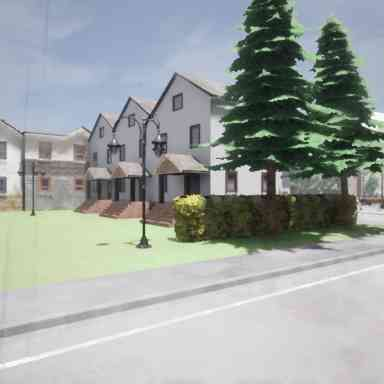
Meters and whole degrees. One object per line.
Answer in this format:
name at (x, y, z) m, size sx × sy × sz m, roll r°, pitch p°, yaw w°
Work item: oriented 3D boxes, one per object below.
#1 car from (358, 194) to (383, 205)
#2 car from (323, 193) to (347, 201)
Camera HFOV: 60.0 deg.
car at (27.228, 1.095, 49.253) m, size 1.932 × 1.855 × 4.605 m, roll 0°, pitch 0°, yaw -36°
car at (32.093, 1.094, 74.708) m, size 1.932 × 1.855 × 4.605 m, roll 0°, pitch 0°, yaw -36°
